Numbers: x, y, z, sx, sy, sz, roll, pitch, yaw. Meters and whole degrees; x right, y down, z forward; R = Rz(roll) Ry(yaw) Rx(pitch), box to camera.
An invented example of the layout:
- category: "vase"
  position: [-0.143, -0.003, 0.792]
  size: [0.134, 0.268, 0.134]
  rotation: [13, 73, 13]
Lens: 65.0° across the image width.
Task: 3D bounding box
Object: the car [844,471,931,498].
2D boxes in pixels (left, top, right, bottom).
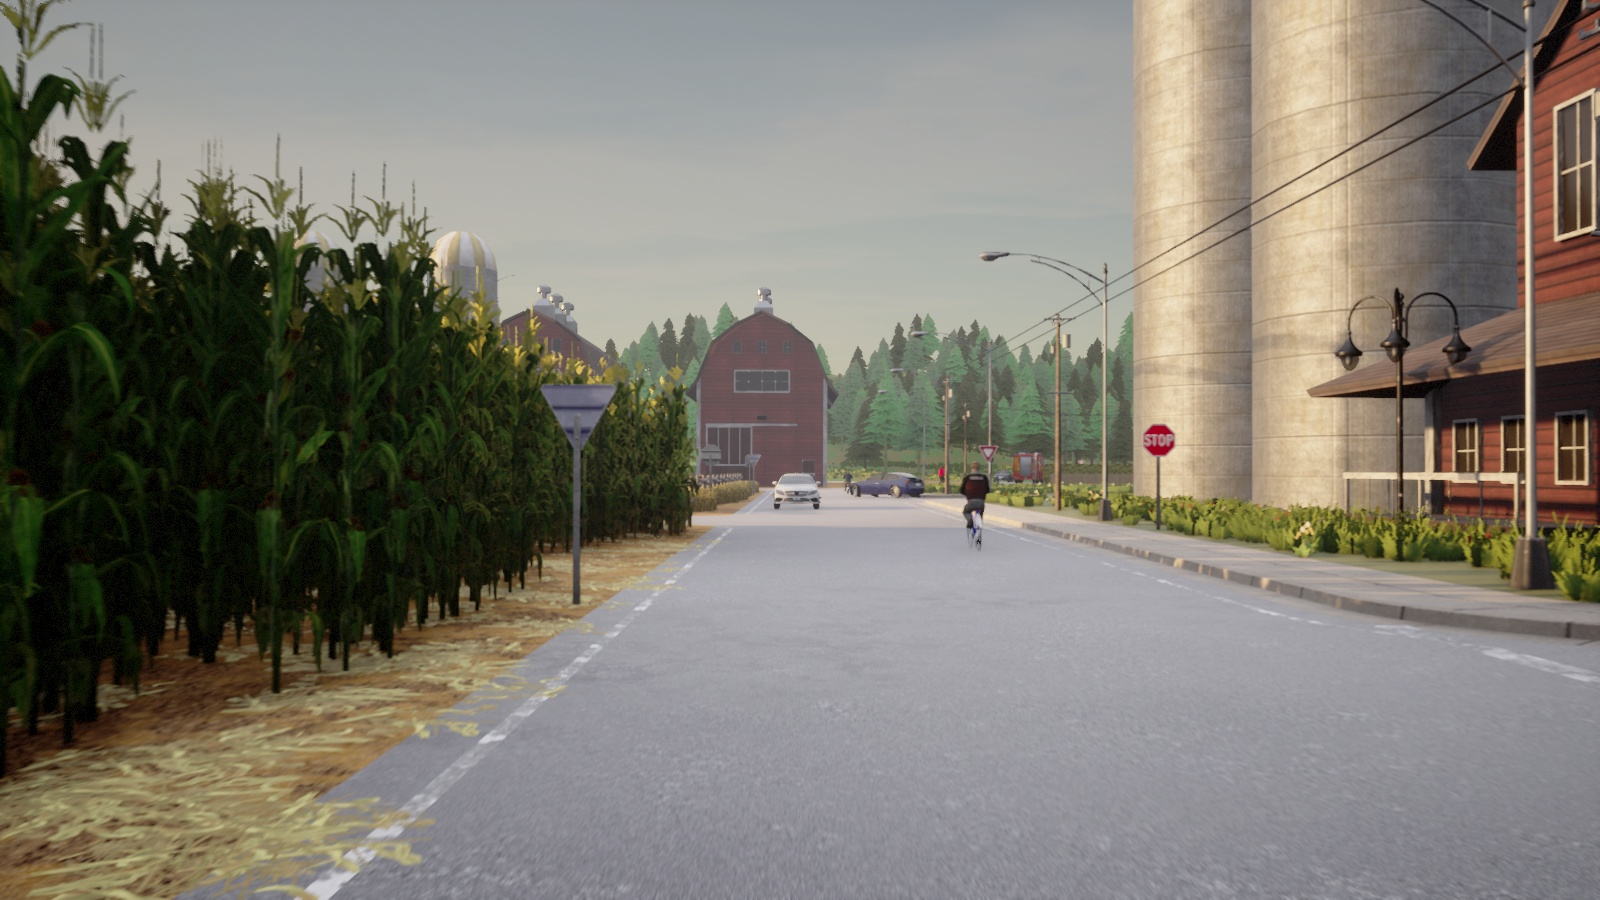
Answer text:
- category: "car"
  position: [5.052, 1.984, 73.036]
  size: [4.792, 1.488, 2.163]
  rotation: [-1, -1, 45]

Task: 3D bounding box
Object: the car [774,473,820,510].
- category: "car"
  position: [-0.125, 1.695, 52.425]
  size: [1.812, 1.442, 4.674]
  rotation: [0, -1, 0]

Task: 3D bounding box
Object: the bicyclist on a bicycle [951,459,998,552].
- category: "bicyclist on a bicycle"
  position: [3.440, 1.077, 24.927]
  size: [0.659, 1.776, 1.843]
  rotation: [0, -1, 0]
